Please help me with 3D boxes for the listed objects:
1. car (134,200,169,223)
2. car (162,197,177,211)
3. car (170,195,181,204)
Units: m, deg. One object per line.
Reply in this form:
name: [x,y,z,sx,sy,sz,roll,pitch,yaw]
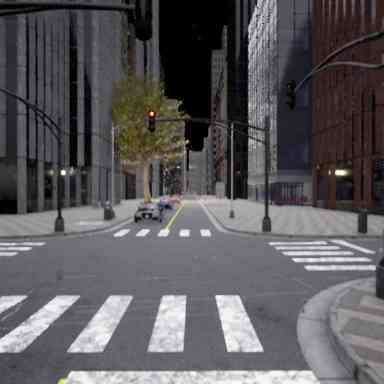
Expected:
car: [-3.126,1.520,25.245,1.994,1.385,4.181,0,0,1]
car: [-3.155,1.533,39.255,1.895,1.301,4.718,0,0,0]
car: [-3.097,1.249,58.899,2.097,1.767,4.553,0,0,0]
